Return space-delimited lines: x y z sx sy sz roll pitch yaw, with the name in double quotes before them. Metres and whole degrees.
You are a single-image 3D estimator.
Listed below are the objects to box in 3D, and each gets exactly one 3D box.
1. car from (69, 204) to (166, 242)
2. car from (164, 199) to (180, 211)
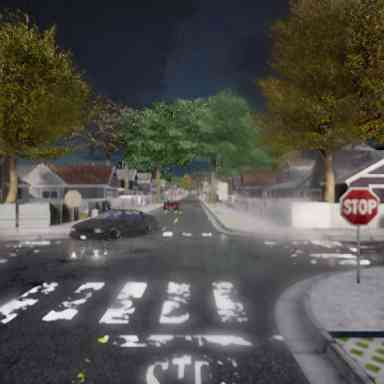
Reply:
"car" -3.637 1.565 16.791 2.033 1.411 5.357 0 0 23
"car" -2.586 1.614 41.992 1.994 1.385 4.181 0 0 0
